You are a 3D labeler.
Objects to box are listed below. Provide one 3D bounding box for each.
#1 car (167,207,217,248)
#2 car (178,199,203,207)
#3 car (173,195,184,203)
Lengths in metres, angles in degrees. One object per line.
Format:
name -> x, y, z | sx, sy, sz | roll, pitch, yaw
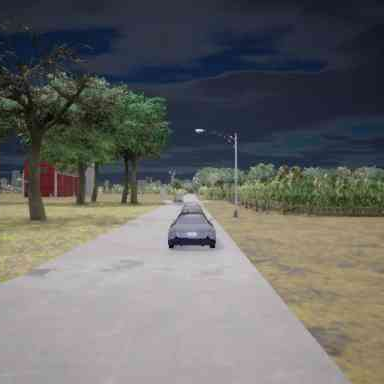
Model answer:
car -> 0.000, 1.572, 14.652 | 1.994, 1.385, 4.181 | 0, 0, 0
car -> 0.000, 1.569, 29.654 | 1.994, 1.385, 4.181 | 0, 0, 0
car -> -2.750, 1.371, 67.692 | 2.097, 1.767, 4.553 | 0, 0, 0
